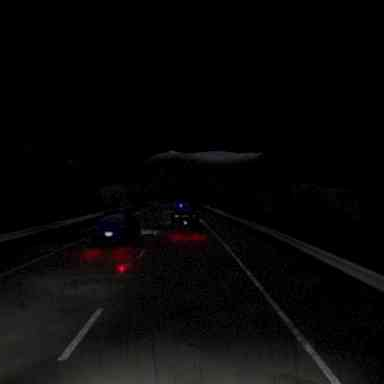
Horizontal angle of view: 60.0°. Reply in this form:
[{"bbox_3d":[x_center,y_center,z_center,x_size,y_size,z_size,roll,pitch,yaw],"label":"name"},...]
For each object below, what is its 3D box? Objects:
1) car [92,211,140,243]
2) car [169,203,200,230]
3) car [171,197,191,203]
[{"bbox_3d":[-3.756,1.702,16.957,1.812,1.442,4.674,0,-1,-2],"label":"car"},{"bbox_3d":[-0.504,1.726,22.893,2.128,1.511,4.902,0,-1,-3],"label":"car"},{"bbox_3d":[-1.346,1.631,39.838,2.150,2.045,5.566,0,0,-3],"label":"car"}]
